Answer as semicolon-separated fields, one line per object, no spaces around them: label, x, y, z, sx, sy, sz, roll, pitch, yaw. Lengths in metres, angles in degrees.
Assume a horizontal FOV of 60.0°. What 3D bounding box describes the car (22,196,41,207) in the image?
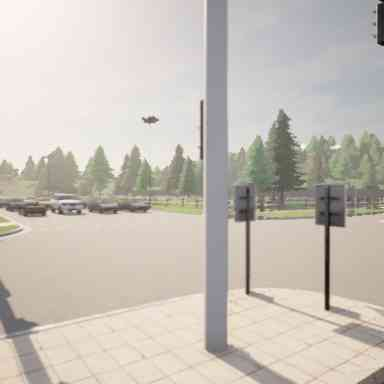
car;-24.675;1.457;51.016;1.882;1.535;5.008;0;0;-35

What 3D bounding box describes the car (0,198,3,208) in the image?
car;-26.779;1.523;47.921;2.033;1.411;5.357;0;0;-36

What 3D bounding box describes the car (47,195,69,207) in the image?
car;-20.930;1.338;51.807;2.097;1.767;4.553;0;0;-35

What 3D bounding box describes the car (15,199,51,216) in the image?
car;-15.403;1.588;32.025;1.895;1.301;4.718;0;0;-36

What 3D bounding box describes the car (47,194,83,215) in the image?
car;-13.244;1.213;35.035;2.150;2.045;5.566;0;0;-34

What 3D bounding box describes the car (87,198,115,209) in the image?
car;-12.659;1.544;46.230;2.033;1.411;5.357;0;0;-36

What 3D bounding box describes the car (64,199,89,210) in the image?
car;-15.282;1.592;43.880;1.895;1.301;4.718;0;0;-35

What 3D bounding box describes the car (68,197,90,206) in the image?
car;-18.699;1.538;54.744;2.033;1.411;5.357;0;0;-35

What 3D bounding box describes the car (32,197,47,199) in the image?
car;-18.933;1.463;42.957;1.882;1.535;5.008;0;0;-36

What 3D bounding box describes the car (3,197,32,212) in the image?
car;-20.832;1.486;39.595;1.837;1.490;4.892;0;0;-36

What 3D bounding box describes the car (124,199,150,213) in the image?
car;-6.788;1.550;38.043;2.033;1.411;5.357;0;0;-36

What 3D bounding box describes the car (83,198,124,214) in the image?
car;-9.696;1.545;36.086;2.033;1.411;5.357;0;0;-36
